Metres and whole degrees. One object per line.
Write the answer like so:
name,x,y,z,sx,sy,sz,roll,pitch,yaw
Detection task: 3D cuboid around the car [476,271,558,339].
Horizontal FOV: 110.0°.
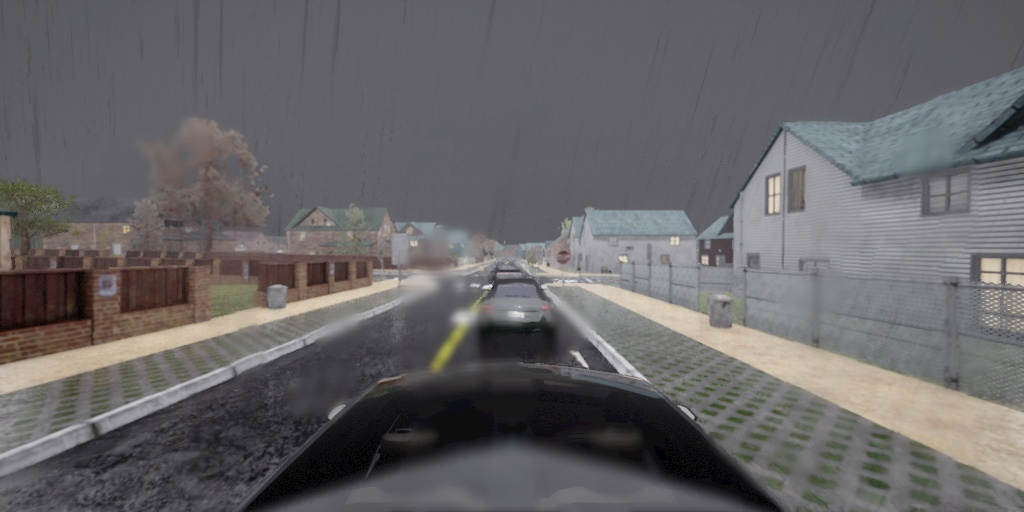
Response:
car,0.107,1.302,10.102,1.994,1.385,4.181,0,0,-1

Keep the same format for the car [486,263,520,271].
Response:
car,-0.551,1.219,23.119,2.128,1.511,4.902,0,0,-10
